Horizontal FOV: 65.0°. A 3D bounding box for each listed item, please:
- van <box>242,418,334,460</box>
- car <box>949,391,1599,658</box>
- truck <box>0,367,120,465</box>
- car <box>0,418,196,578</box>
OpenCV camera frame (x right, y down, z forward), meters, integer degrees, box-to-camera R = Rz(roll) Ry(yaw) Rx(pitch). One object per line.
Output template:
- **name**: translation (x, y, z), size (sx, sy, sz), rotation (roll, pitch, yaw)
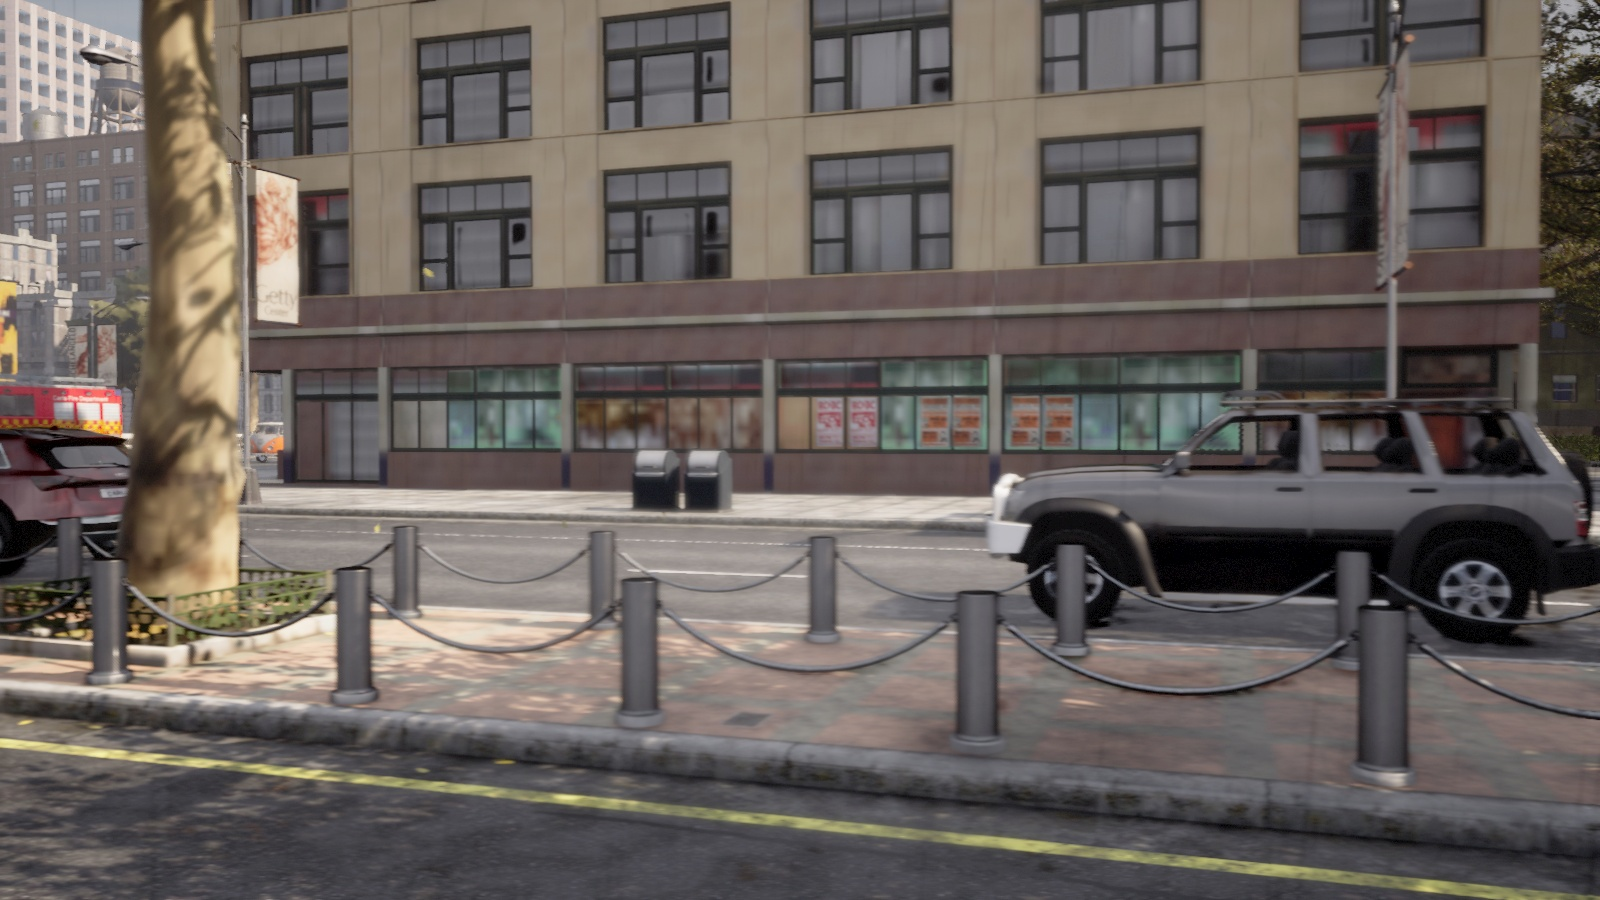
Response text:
- **van**: translation (-25.058, -0.571, 61.672), size (1.775, 1.987, 4.442), rotation (1, 1, 17)
- **car**: translation (3.695, 0.490, 10.362), size (4.605, 1.855, 1.932), rotation (0, 1, 18)
- **truck**: translation (-32.221, -1.350, 50.967), size (2.891, 3.827, 8.468), rotation (1, 1, 18)
- **car**: translation (-9.811, 0.460, 14.728), size (4.856, 1.649, 2.033), rotation (1, 1, 18)
